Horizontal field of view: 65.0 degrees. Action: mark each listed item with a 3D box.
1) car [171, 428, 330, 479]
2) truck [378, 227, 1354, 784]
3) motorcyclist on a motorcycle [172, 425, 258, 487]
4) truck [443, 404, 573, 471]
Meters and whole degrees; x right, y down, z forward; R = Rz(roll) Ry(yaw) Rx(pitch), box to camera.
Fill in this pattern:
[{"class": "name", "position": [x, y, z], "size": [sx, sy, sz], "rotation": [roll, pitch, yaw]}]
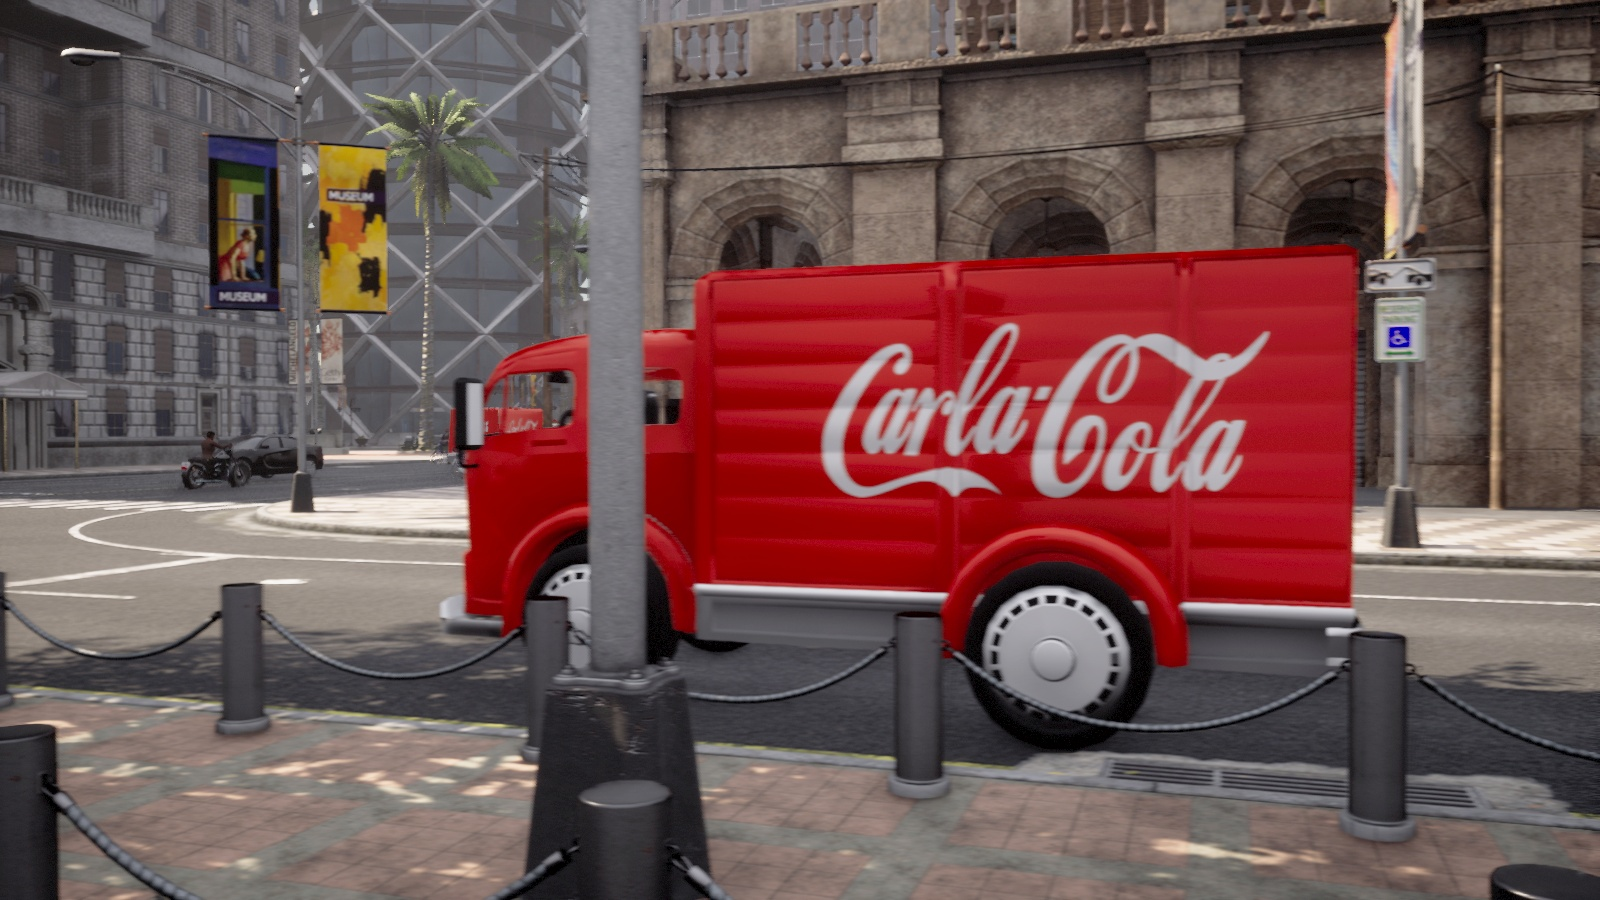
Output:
[{"class": "car", "position": [-17.835, 0.073, 41.061], "size": [1.882, 1.535, 5.008], "rotation": [1, 1, 18]}, {"class": "truck", "position": [0.437, 0.216, 7.675], "size": [5.204, 2.467, 2.627], "rotation": [0, 1, 20]}, {"class": "motorcyclist on a motorcycle", "position": [-16.196, 0.152, 34.851], "size": [0.766, 1.649, 2.350], "rotation": [1, 1, 18]}, {"class": "truck", "position": [-11.357, -0.500, 49.367], "size": [2.627, 2.467, 5.204], "rotation": [1, 1, 19]}]
